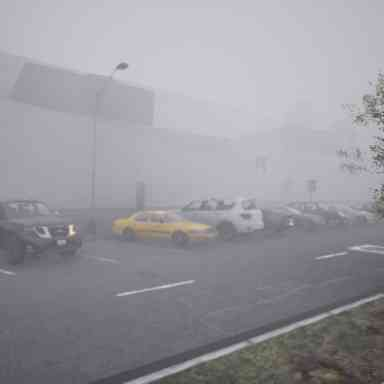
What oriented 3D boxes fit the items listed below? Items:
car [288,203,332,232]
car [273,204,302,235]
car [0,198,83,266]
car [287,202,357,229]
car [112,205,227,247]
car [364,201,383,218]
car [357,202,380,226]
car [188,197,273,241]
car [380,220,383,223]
[{"bbox_3d":[5.848,1.611,20.729,4.674,1.452,2.002,-1,-1,35],"label":"car"},{"bbox_3d":[3.371,1.595,18.993,4.792,1.488,2.163,-1,-1,35],"label":"car"},{"bbox_3d":[-6.356,1.257,12.003,5.566,2.045,2.435,-1,-1,35],"label":"car"},{"bbox_3d":[8.265,1.440,22.488,4.553,1.767,2.185,-1,-1,35],"label":"car"},{"bbox_3d":[-1.341,1.541,15.393,5.366,1.575,1.946,-1,-1,34],"label":"car"},{"bbox_3d":[18.095,1.558,29.420,4.792,1.488,2.163,-1,-1,35],"label":"car"},{"bbox_3d":[10.735,1.600,24.211,4.674,1.452,2.002,-1,-1,35],"label":"car"},{"bbox_3d":[0.928,1.307,17.256,5.566,2.045,2.435,-1,-1,35],"label":"car"},{"bbox_3d":[13.184,1.551,25.944,5.008,1.535,2.097,-1,0,35],"label":"car"}]
